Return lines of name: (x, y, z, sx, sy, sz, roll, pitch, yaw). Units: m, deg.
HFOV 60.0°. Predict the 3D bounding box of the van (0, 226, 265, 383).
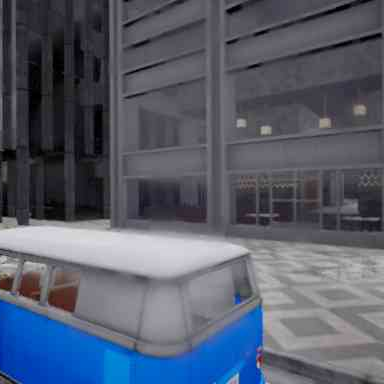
van: (-1.189, 1.358, 3.815, 3.998, 1.788, 1.690, 0, 0, 36)
